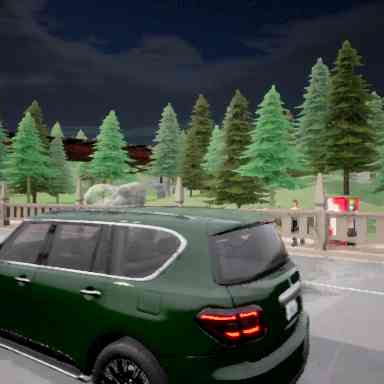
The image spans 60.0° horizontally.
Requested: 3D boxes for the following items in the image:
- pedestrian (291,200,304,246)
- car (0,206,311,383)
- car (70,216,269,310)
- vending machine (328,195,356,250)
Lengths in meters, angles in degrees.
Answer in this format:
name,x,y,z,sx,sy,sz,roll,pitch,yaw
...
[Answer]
name,x,y,z,sx,sy,sz,roll,pitch,yaw
pedestrian,4.074,1.142,13.001,0.375,1.860,0.375,0,0,33
car,-1.291,1.220,4.644,5.566,2.045,2.150,0,0,33
car,-0.734,1.504,8.395,4.892,1.490,1.837,0,0,33
vending machine,6.079,1.195,13.466,0.880,2.100,1.100,0,0,33
